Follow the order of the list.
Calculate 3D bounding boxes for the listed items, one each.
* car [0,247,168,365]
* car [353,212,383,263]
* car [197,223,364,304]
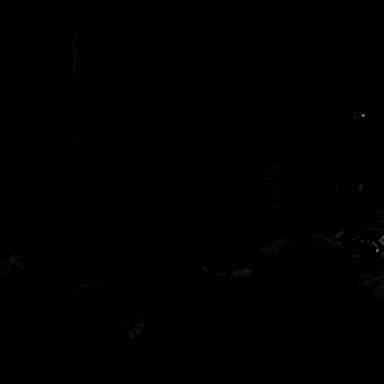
[{"bbox_3d":[-2.390,1.563,4.829,4.313,1.339,1.947,0,0,-35],"label":"car"},{"bbox_3d":[6.568,1.403,11.218,4.097,1.590,1.967,0,0,-35],"label":"car"},{"bbox_3d":[2.089,1.562,8.024,4.206,1.307,1.802,0,0,-35],"label":"car"}]
